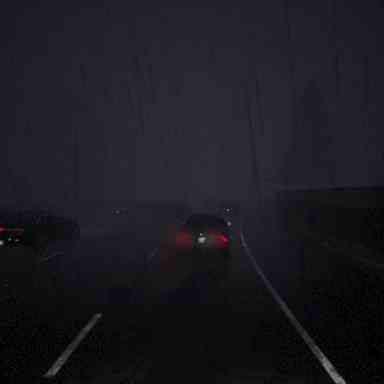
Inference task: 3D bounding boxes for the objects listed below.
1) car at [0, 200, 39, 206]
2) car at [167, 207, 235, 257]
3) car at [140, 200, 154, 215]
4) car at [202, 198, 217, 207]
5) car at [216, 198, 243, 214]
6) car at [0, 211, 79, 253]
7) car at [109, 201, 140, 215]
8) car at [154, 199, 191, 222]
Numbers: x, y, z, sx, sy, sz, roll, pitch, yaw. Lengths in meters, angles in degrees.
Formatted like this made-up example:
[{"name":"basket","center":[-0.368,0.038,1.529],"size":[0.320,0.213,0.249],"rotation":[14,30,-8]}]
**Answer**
[{"name":"car","center":[-17.780,1.555,33.954],"size":[1.882,1.535,5.008],"rotation":[0,0,12]},{"name":"car","center":[0.539,1.546,12.999],"size":[2.033,1.411,5.357],"rotation":[0,0,5]},{"name":"car","center":[-3.272,1.493,33.858],"size":[1.882,1.535,5.008],"rotation":[0,0,13]},{"name":"car","center":[2.599,1.484,42.167],"size":[2.128,1.511,4.902],"rotation":[0,0,16]},{"name":"car","center":[4.061,1.489,34.473],"size":[1.837,1.490,4.892],"rotation":[0,0,14]},{"name":"car","center":[-6.368,1.519,13.820],"size":[2.128,1.511,4.902],"rotation":[0,0,4]},{"name":"car","center":[-6.730,1.631,34.511],"size":[1.895,1.301,4.718],"rotation":[0,0,13]},{"name":"car","center":[-1.216,1.484,26.363],"size":[1.882,1.535,5.008],"rotation":[0,0,10]}]
